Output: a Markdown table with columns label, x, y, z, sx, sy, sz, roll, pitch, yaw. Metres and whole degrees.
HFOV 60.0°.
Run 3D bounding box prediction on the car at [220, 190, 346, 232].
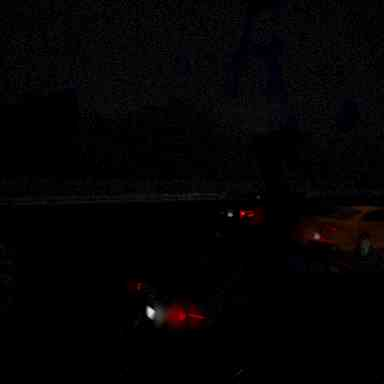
| label | x | y | z | sx | sy | sz | roll | pitch | yaw |
| --- | --- | --- | --- | --- | --- | --- | --- | --- | --- |
| car | 3.863 | 0.951 | 14.555 | 5.566 | 2.045 | 2.150 | -1 | 1 | -28 |

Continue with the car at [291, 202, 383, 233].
| label | x | y | z | sx | sy | sz | roll | pitch | yaw |
| --- | --- | --- | --- | --- | --- | --- | --- | --- | --- |
| car | 6.165 | 1.232 | 11.824 | 5.008 | 1.535 | 1.882 | -1 | 1 | -28 |

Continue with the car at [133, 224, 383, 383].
| label | x | y | z | sx | sy | sz | roll | pitch | yaw |
| --- | --- | --- | --- | --- | --- | --- | --- | --- | --- |
| car | 1.232 | 1.468 | 5.172 | 4.181 | 1.385 | 1.994 | -1 | 1 | -28 |

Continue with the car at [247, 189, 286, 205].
| label | x | y | z | sx | sy | sz | roll | pitch | yaw |
| --- | --- | --- | --- | --- | --- | --- | --- | --- | --- |
| car | 9.285 | 0.601 | 41.453 | 4.553 | 1.767 | 2.097 | -1 | 1 | -28 |

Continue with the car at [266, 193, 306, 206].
| label | x | y | z | sx | sy | sz | roll | pitch | yaw |
| --- | --- | --- | --- | --- | --- | --- | --- | --- | --- |
| car | 10.842 | 0.852 | 38.325 | 4.181 | 1.385 | 1.994 | -1 | 1 | -28 |

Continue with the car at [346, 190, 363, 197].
| label | x | y | z | sx | sy | sz | roll | pitch | yaw |
| --- | --- | --- | --- | --- | --- | --- | --- | --- | --- |
| car | 24.353 | 0.468 | 49.574 | 5.008 | 1.535 | 1.882 | -1 | 1 | -28 |

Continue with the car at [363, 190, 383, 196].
| label | x | y | z | sx | sy | sz | roll | pitch | yaw |
| --- | --- | --- | --- | --- | --- | --- | --- | --- | --- |
| car | 27.063 | 0.501 | 47.056 | 4.902 | 1.511 | 2.128 | -1 | 1 | -28 |
